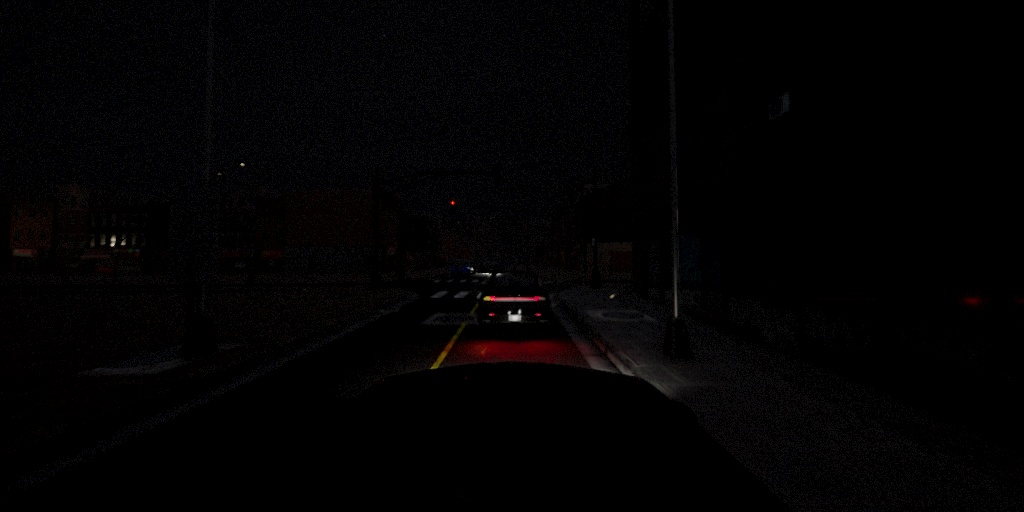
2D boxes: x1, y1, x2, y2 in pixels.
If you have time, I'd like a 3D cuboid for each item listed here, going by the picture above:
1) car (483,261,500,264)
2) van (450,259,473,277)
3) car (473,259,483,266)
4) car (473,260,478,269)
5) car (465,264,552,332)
[{"bbox_3d":[-2.660,1.556,47.305,1.994,1.385,4.181,0,-1,0],"label":"car"},{"bbox_3d":[-5.305,1.185,36.932,1.690,1.789,3.998,0,0,0],"label":"van"},{"bbox_3d":[-5.298,1.275,45.237,2.192,1.841,5.009,0,0,0],"label":"car"},{"bbox_3d":[-5.302,1.441,40.253,2.007,1.370,4.403,0,0,0],"label":"car"},{"bbox_3d":[0.071,1.168,10.583,2.128,1.511,4.902,0,1,0],"label":"car"}]
